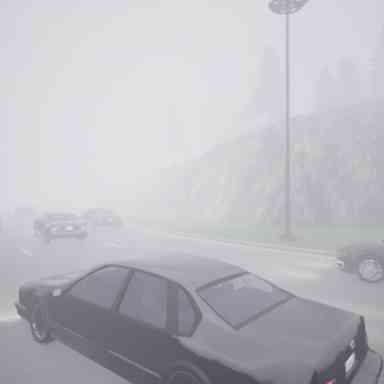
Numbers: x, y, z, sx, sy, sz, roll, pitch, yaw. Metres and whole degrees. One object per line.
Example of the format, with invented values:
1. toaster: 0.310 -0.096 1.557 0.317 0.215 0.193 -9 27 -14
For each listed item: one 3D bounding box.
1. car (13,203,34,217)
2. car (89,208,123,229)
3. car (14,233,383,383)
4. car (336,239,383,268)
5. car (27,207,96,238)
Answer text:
1. car: -17.977 1.855 35.741 1.812 1.442 4.674 0 -1 -30
2. car: -6.390 1.770 22.857 2.033 1.411 5.357 0 -1 -31
3. car: -0.484 1.596 4.633 5.357 1.411 2.033 0 -1 40
4. car: 6.259 1.606 8.325 4.892 1.490 1.837 0 0 35
5. car: -6.866 1.710 17.051 2.033 1.411 5.357 0 -1 -33
